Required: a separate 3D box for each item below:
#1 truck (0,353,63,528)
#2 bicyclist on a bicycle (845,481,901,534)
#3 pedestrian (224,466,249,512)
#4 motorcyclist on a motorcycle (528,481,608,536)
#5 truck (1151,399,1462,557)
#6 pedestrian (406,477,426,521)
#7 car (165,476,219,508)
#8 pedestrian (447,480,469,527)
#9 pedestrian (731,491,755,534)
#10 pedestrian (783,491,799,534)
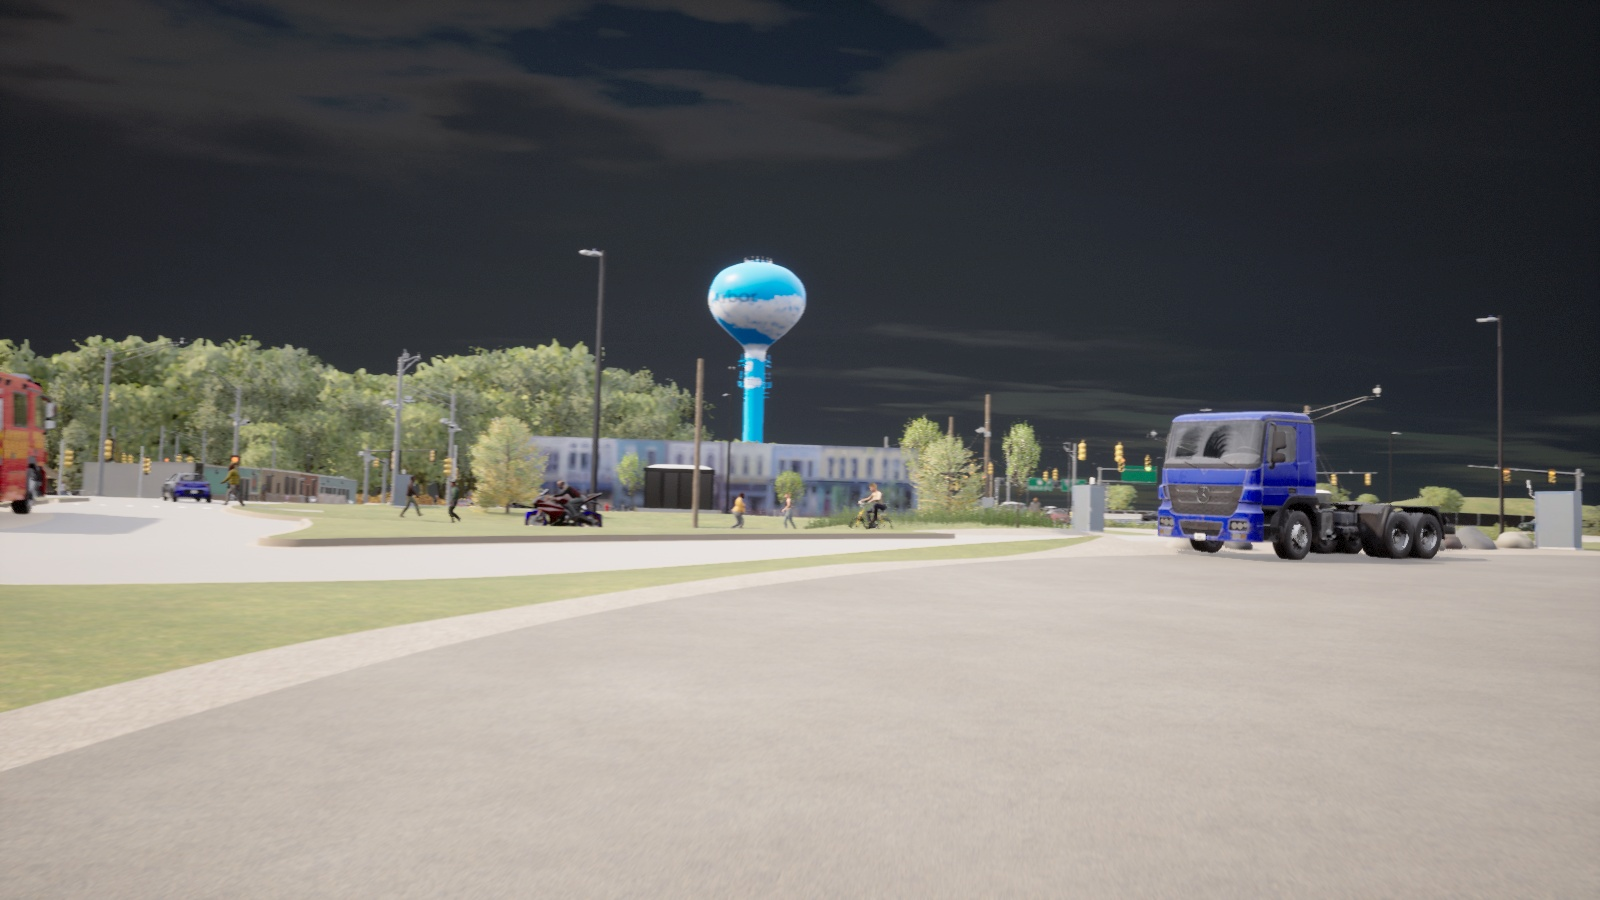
[{"bbox_3d":[-19.802,-0.204,29.378,2.891,3.827,8.468,2,-1,-21],"label":"truck"},{"bbox_3d":[2.271,1.812,39.089,1.509,1.612,0.866,2,-4,-24],"label":"bicyclist on a bicycle"},{"bbox_3d":[-22.913,1.586,51.072,0.726,1.835,0.370,1,-4,-2],"label":"pedestrian"},{"bbox_3d":[-6.683,1.701,36.169,2.191,1.530,0.866,2,-4,-11],"label":"motorcyclist on a motorcycle"},{"bbox_3d":[12.504,0.766,30.727,7.936,3.462,2.891,2,-2,-32],"label":"truck"},{"bbox_3d":[-16.314,2.091,53.380,0.703,1.840,0.431,2,-4,-11],"label":"pedestrian"},{"bbox_3d":[-30.226,2.077,62.374,1.816,1.474,4.193,3,-2,-34],"label":"car"},{"bbox_3d":[-14.334,2.260,52.606,0.788,1.949,0.423,2,-4,-11],"label":"pedestrian"},{"bbox_3d":[-2.501,2.754,55.037,0.900,1.855,0.874,2,-4,-9],"label":"pedestrian"},{"bbox_3d":[-0.390,2.727,54.462,0.594,1.836,0.345,2,-4,-7],"label":"pedestrian"}]
